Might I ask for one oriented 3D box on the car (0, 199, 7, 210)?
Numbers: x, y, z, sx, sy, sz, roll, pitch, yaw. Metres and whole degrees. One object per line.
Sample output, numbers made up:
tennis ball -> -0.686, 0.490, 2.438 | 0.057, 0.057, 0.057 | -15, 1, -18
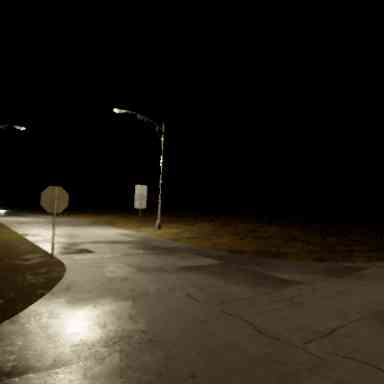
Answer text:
car -> -26.114, 1.642, 44.628 | 1.994, 1.385, 4.181 | 4, -2, -35
